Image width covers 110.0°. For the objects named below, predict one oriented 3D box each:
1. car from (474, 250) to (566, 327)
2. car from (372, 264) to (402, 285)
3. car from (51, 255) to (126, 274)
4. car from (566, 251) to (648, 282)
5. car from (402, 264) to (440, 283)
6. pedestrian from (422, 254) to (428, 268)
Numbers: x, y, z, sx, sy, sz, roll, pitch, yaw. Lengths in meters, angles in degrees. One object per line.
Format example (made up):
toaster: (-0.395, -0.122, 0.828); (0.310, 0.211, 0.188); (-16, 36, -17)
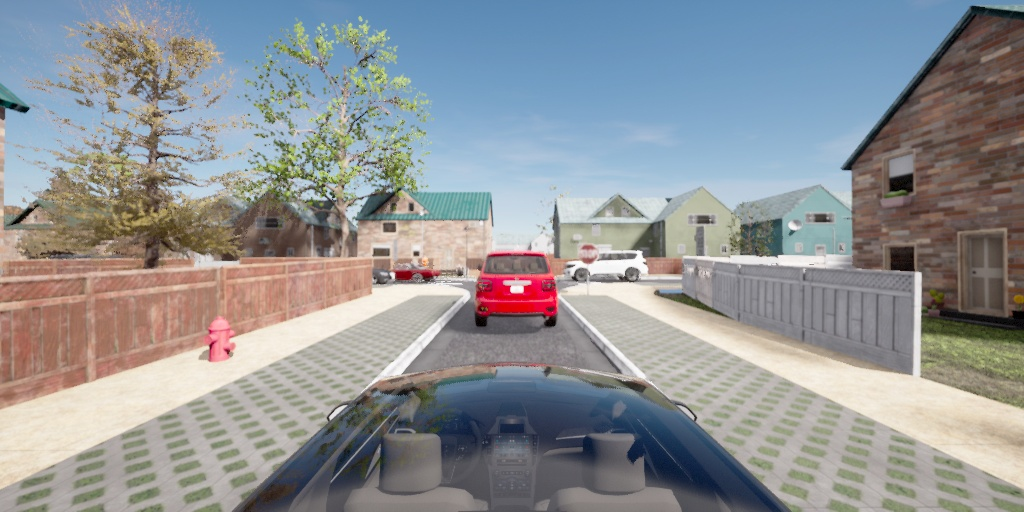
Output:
car: (0.082, 0.841, 11.138); (2.150, 2.045, 5.566); (0, 1, -1)
car: (-9.607, 1.064, 21.688); (4.902, 1.511, 2.128); (-1, -1, 1)
car: (-25.050, 0.953, 21.905); (5.566, 2.045, 2.150); (0, -1, 1)
car: (6.310, 0.679, 24.418); (5.566, 2.045, 2.150); (0, -1, 1)
car: (-7.531, 1.188, 24.835); (4.718, 1.301, 1.895); (-1, -1, 7)
pedestrian: (-6.692, 0.750, 27.511); (0.375, 1.860, 0.375); (0, 0, 1)
